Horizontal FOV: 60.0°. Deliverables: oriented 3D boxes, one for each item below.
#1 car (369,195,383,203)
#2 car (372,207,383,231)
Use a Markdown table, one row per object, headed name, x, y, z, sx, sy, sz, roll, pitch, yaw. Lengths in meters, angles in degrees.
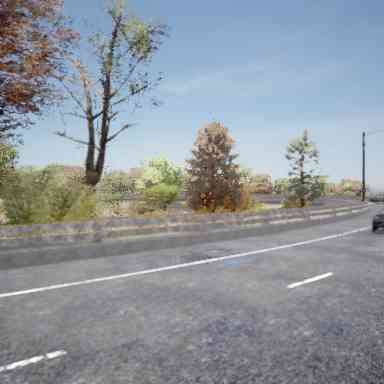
| name | x | y | z | sx | sy | sz | roll | pitch | yaw |
| --- | --- | --- | --- | --- | --- | --- | --- | --- | --- |
| car | 37.480 | 1.449 | 67.363 | 2.128 | 1.511 | 4.902 | 0 | 0 | 11 |
| car | 12.132 | 1.556 | 19.724 | 1.812 | 1.442 | 4.674 | 0 | 0 | 43 |
